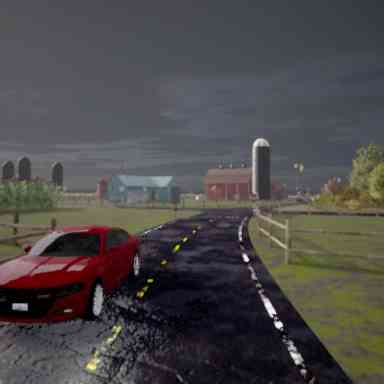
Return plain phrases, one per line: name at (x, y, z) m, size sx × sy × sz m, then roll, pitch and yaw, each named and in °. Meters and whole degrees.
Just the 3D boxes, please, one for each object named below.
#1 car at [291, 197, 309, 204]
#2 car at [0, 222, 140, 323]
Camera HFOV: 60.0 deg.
car at (28.071, 2.314, 86.358) m, size 2.128 × 1.511 × 4.902 m, roll 0°, pitch -1°, yaw 31°
car at (-2.517, 1.530, 7.658) m, size 1.882 × 1.535 × 5.008 m, roll 0°, pitch 0°, yaw 3°
